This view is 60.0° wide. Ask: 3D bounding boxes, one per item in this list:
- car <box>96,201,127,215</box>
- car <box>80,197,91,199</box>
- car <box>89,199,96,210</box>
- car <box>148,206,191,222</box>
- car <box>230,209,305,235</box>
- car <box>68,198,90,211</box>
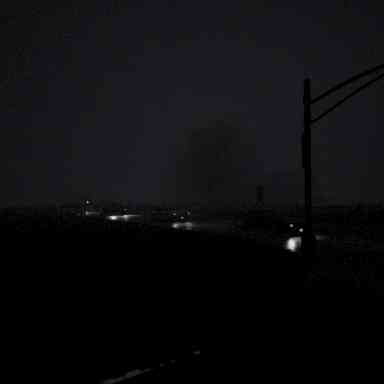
[{"bbox_3d":[-9.789,2.054,41.140,1.837,1.490,4.892,-1,0,-36],"label":"car"},{"bbox_3d":[-20.415,2.026,62.263,2.150,2.045,5.566,-1,0,-36],"label":"car"},{"bbox_3d":[-14.357,2.151,53.826,2.128,1.511,4.902,-1,0,-35],"label":"car"},{"bbox_3d":[-2.120,1.968,30.444,1.895,1.301,4.718,-1,0,-36],"label":"car"},{"bbox_3d":[4.624,1.756,20.629,2.033,1.411,5.357,-1,0,-32],"label":"car"},{"bbox_3d":[-18.664,2.201,53.663,2.128,1.511,4.902,-1,0,-36],"label":"car"}]
